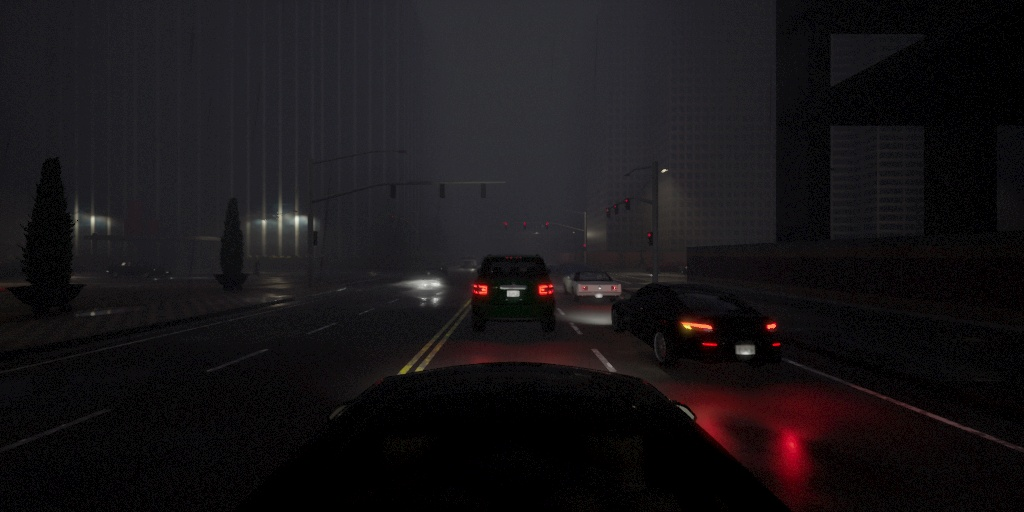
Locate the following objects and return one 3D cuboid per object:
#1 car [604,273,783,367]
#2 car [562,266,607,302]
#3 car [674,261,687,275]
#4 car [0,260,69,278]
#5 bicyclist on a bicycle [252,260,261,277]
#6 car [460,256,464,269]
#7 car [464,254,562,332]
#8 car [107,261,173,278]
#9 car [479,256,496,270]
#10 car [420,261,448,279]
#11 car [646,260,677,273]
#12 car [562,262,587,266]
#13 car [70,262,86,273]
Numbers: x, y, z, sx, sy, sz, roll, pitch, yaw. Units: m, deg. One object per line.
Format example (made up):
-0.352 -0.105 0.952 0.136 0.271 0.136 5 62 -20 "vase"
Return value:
3.589 1.276 7.814 1.812 1.442 4.674 0 0 0 "car"
3.594 1.351 16.975 1.895 1.301 4.718 0 0 0 "car"
19.879 1.351 37.210 4.718 1.301 1.895 0 0 1 "car"
-44.413 1.314 33.027 4.181 1.385 1.994 0 0 0 "car"
-24.643 1.203 34.599 0.582 1.620 1.656 0 0 -13 "bicyclist on a bicycle"
-7.045 0.971 58.339 2.150 2.045 5.566 0 0 0 "car"
0.058 0.971 11.057 2.150 2.045 5.566 0 0 1 "car"
-34.261 1.242 33.066 4.902 1.511 2.128 0 0 0 "car"
-3.526 0.972 53.120 2.150 2.045 5.566 0 0 0 "car"
-7.077 1.241 32.978 2.128 1.511 4.902 0 0 0 "car"
17.810 1.228 40.723 5.008 1.535 1.882 0 0 0 "car"
6.100 1.297 34.297 5.357 1.411 2.033 0 0 19 "car"
-50.686 1.276 40.125 4.674 1.442 1.812 0 0 0 "car"
